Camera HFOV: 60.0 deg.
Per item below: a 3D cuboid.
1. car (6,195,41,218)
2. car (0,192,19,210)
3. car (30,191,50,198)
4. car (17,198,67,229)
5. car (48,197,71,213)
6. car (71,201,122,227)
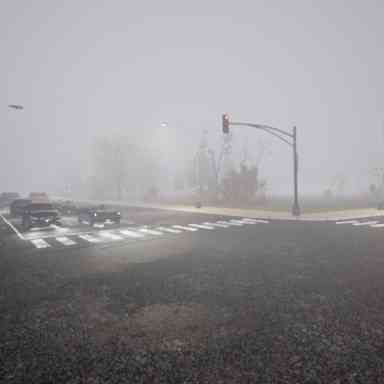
[{"bbox_3d":[-15.129,1.367,29.764,1.882,1.535,5.008,-2,1,-32],"label":"car"},{"bbox_3d":[-22.649,1.073,41.603,2.150,2.045,5.566,-2,3,-32],"label":"car"},{"bbox_3d":[-20.174,0.970,43.769,2.150,2.045,5.566,-2,2,-32],"label":"car"},{"bbox_3d":[-9.699,1.412,21.217,1.837,1.490,4.892,-2,1,-33],"label":"car"},{"bbox_3d":[-11.826,1.386,30.631,1.895,1.301,4.718,-2,1,-32],"label":"car"},{"bbox_3d":[-6.220,1.404,21.813,1.895,1.301,4.718,-2,1,-32],"label":"car"}]
